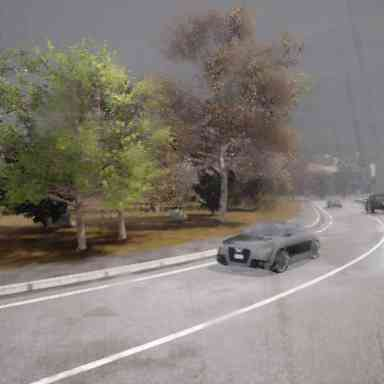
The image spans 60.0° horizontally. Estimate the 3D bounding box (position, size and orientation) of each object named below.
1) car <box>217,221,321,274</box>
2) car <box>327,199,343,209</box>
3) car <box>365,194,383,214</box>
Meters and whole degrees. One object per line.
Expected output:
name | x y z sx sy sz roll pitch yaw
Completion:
car | 2.673 1.672 11.086 1.994 1.385 4.181 -1 -1 42
car | 21.012 1.742 49.118 1.994 1.385 4.181 -1 -1 19
car | 20.633 1.278 36.658 2.150 2.045 5.566 -1 -1 20
